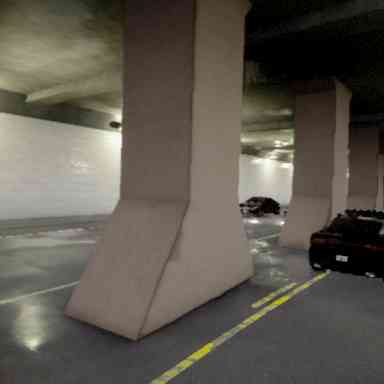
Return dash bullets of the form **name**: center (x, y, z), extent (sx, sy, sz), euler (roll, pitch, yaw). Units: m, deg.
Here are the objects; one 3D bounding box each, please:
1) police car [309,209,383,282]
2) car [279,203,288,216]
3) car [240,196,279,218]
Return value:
- **police car**: center (5.082, 1.337, 9.704), extent (1.930, 1.638, 5.238), euler (3, 2, 39)
- **car**: center (8.149, 1.184, 23.256), extent (1.837, 1.490, 4.892), euler (3, 2, 39)
- **car**: center (5.106, 1.062, 25.049), extent (1.812, 1.442, 4.674), euler (3, 2, 39)
